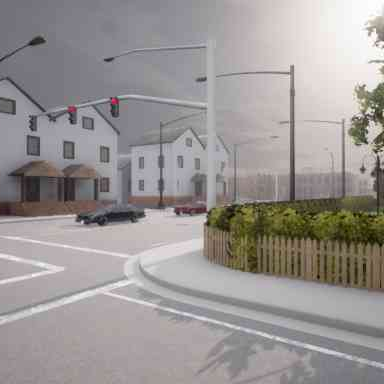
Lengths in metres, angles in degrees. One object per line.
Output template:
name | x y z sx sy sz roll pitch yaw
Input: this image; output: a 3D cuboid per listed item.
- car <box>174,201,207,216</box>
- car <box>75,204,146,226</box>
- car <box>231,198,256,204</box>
car | 0.244 1.601 32.274 1.895 1.301 4.718 0 0 35
car | -5.612 1.547 23.781 2.033 1.411 5.357 0 0 35
car | 6.468 1.506 41.278 1.837 1.490 4.892 0 0 35
